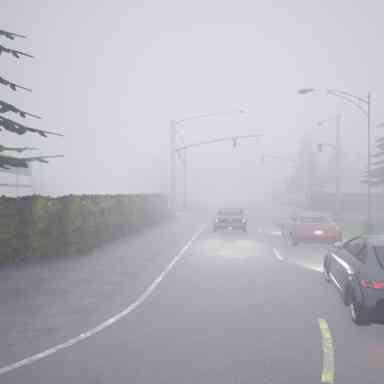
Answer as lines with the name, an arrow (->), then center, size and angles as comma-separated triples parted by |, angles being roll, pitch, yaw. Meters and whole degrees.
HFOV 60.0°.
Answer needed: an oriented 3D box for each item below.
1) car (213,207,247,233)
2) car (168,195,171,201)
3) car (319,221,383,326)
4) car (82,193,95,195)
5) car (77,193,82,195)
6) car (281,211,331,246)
car -> 2.273, 1.600, 19.715 | 1.895, 1.301, 4.718 | 0, 0, 7
car -> -4.948, 1.373, 75.634 | 1.845, 1.501, 3.633 | 0, 0, 7
car -> 4.002, 1.564, 6.830 | 1.994, 1.385, 4.181 | 0, 0, 14
car -> -23.353, 1.097, 78.207 | 1.932, 1.855, 4.605 | 0, 0, 7
car -> -26.288, 1.077, 78.179 | 1.905, 1.878, 3.866 | 0, 0, 7
car -> 5.277, 1.564, 15.143 | 1.994, 1.385, 4.181 | 0, 0, 8
